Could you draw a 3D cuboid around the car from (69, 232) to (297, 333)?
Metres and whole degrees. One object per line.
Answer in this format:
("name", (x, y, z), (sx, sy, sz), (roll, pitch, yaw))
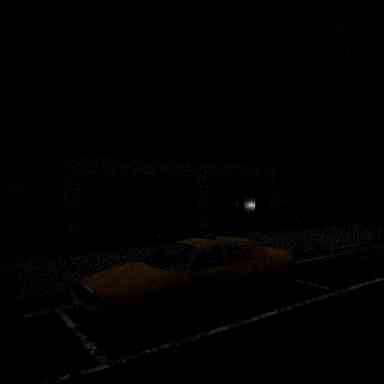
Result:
("car", (0.102, 1.524, 6.738), (4.829, 1.417, 1.752), (0, -1, -36))

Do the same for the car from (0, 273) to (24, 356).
("car", (-4.239, 1.566, 3.635), (4.313, 1.339, 1.947), (0, -1, -36))
